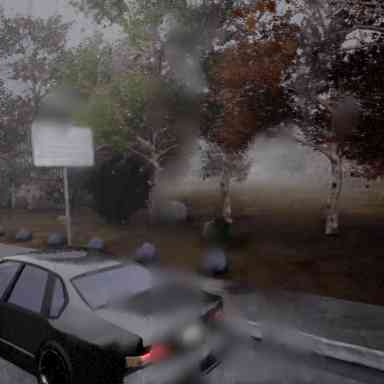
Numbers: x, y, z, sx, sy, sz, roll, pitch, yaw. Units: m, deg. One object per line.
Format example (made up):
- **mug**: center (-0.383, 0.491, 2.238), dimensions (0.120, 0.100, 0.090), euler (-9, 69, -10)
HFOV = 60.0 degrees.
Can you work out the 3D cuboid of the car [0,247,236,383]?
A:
- **car**: center (-2.042, 1.590, 5.012), dimensions (5.357, 1.411, 2.033), euler (-1, 0, 35)
